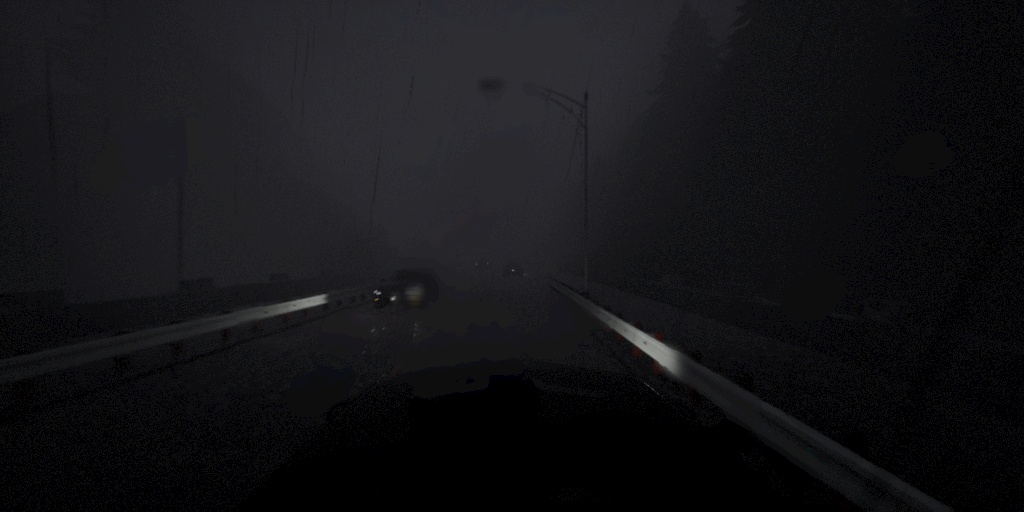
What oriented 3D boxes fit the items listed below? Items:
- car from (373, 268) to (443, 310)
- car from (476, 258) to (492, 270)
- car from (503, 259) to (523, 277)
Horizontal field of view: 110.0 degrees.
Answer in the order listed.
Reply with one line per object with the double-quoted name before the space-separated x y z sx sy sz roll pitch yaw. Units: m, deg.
"car" -4.099 1.255 14.862 1.837 1.490 4.892 0 -1 0
"car" -4.050 1.096 52.002 2.097 1.767 4.553 0 0 1
"car" 0.095 1.309 35.500 1.994 1.385 4.181 0 0 0
